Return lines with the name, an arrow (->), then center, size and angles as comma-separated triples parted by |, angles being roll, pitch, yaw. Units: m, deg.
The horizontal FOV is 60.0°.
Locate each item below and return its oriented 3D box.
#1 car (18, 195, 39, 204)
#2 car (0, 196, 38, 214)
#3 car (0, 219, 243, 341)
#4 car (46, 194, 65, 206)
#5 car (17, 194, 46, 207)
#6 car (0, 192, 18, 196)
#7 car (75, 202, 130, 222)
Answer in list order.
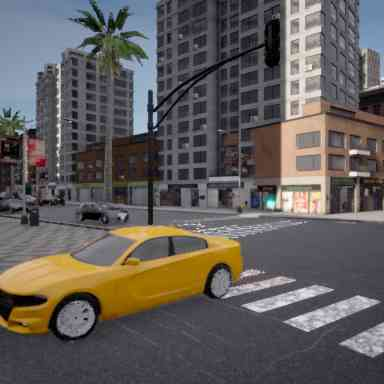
car -> -28.193, 1.270, 57.321 | 1.837, 1.490, 4.892 | 0, 0, -44
car -> -18.185, 1.451, 34.041 | 5.357, 1.411, 2.033 | 1, 0, 42
car -> -1.090, 1.477, 6.741 | 5.008, 1.535, 1.882 | 0, 1, -41
car -> -21.153, 1.184, 50.435 | 4.553, 1.767, 2.097 | 0, 0, 45
car -> -23.145, 1.361, 47.837 | 4.674, 1.442, 1.812 | 0, 0, 45
car -> -30.234, 0.991, 54.759 | 2.150, 2.045, 5.566 | 0, 0, -44
car -> -6.507, 1.459, 23.875 | 4.902, 1.511, 2.128 | 0, 0, 40
